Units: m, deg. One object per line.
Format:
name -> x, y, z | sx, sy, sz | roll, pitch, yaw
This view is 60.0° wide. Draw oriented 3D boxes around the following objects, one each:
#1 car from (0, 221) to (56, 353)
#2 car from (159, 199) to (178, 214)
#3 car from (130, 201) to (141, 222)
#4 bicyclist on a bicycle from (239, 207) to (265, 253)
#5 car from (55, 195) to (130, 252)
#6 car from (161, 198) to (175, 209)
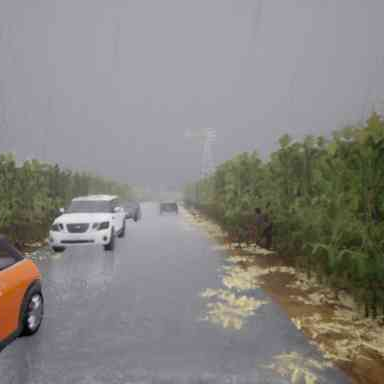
car -> -3.450, 1.406, 3.645 | 2.097, 1.767, 4.553 | -1, 0, -3
car -> -2.526, 1.548, 36.118 | 1.882, 1.535, 5.008 | -1, -1, -4
car -> -5.023, 1.476, 25.918 | 2.128, 1.511, 4.902 | -1, -1, -4
bicyclist on a bicycle -> 2.477, 1.358, 11.803 | 1.656, 1.620, 0.582 | 0, 1, -4
car -> -4.179, 1.186, 14.247 | 2.150, 2.045, 5.566 | -1, 1, -4
car -> -3.477, 1.702, 48.764 | 1.994, 1.385, 4.181 | -1, 0, -3
